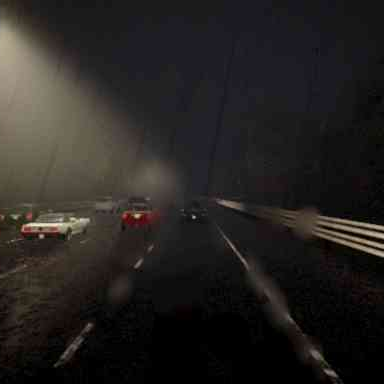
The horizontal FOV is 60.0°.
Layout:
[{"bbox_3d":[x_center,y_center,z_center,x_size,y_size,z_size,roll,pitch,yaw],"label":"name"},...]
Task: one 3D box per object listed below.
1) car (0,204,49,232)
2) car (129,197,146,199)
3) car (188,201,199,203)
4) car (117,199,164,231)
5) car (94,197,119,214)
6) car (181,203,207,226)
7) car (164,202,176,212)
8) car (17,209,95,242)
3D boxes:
[{"bbox_3d":[-10.362,1.544,21.661,2.097,1.767,4.553,0,0,0],"label":"car"},{"bbox_3d":[-6.772,1.598,41.914,2.150,2.045,5.566,0,0,0],"label":"car"},{"bbox_3d":[0.240,1.906,44.484,1.837,1.490,4.892,0,0,0],"label":"car"},{"bbox_3d":[-3.358,1.554,22.536,2.097,1.767,4.553,0,0,0],"label":"car"},{"bbox_3d":[-10.278,1.585,40.561,2.150,2.045,5.566,0,0,0],"label":"car"},{"bbox_3d":[0.156,1.794,25.855,1.994,1.385,4.181,0,-1,0],"label":"car"},{"bbox_3d":[-3.259,1.965,44.737,1.994,1.385,4.181,0,0,0],"label":"car"},{"bbox_3d":[-6.879,1.755,17.437,1.895,1.301,4.718,0,-1,0],"label":"car"}]
